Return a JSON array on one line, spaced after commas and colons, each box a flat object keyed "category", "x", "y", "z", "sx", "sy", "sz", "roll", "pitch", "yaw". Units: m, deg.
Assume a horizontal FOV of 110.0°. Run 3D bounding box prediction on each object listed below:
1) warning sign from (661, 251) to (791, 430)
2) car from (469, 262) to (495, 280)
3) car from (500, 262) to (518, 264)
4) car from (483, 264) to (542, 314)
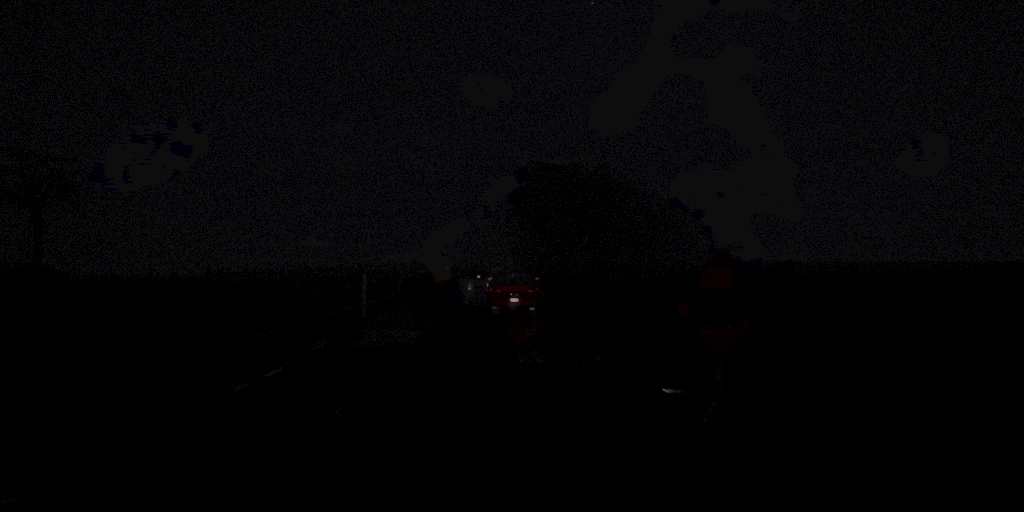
[{"category": "warning sign", "x": 2.447, "y": 0.876, "z": 4.258, "sx": 1.300, "sy": 1.860, "sz": 1.060, "roll": 0, "pitch": 0, "yaw": 0}, {"category": "car", "x": -2.877, "y": 1.477, "z": 33.185, "sx": 1.895, "sy": 1.301, "sz": 4.718, "roll": 0, "pitch": 0, "yaw": 0}, {"category": "car", "x": 0.069, "y": 1.477, "z": 33.048, "sx": 1.895, "sy": 1.301, "sz": 4.718, "roll": 0, "pitch": 0, "yaw": 0}, {"category": "car", "x": 0.078, "y": 1.279, "z": 14.121, "sx": 1.882, "sy": 1.535, "sz": 5.008, "roll": 0, "pitch": 0, "yaw": 0}]
